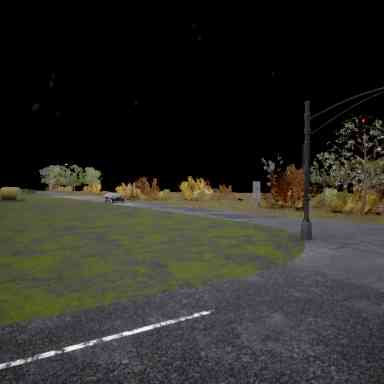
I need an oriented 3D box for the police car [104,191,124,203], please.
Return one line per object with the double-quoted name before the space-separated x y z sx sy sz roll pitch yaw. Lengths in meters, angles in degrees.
"police car" -11.650 0.744 49.720 1.930 1.638 5.238 1 0 -32
